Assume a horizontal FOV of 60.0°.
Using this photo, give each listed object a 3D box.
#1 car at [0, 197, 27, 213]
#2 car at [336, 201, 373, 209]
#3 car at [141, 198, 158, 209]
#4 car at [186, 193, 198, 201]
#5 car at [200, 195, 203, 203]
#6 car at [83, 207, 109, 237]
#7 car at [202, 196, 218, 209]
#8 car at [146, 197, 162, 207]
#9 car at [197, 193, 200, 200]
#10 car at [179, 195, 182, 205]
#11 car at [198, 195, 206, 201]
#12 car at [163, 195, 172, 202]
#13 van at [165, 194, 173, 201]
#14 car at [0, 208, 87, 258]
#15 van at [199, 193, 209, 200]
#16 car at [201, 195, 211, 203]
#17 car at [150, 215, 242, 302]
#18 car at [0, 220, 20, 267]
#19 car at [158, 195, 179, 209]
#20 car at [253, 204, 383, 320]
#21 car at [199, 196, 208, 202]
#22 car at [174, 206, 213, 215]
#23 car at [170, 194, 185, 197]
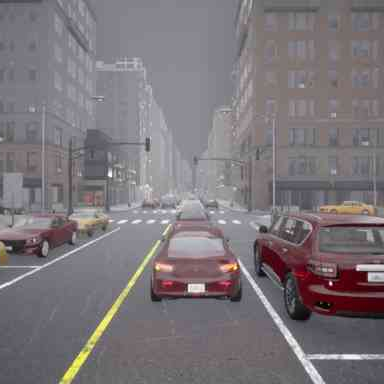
[{"bbox_3d":[-17.246,1.198,29.665,4.553,1.767,2.097,1,-1,0],"label":"car"},{"bbox_3d":[15.140,1.642,32.667,5.008,1.535,1.882,0,-1,1],"label":"car"},{"bbox_3d":[-5.828,1.555,45.490,1.887,1.381,4.507,1,0,0],"label":"car"},{"bbox_3d":[0.042,1.570,85.212,2.033,1.411,5.357,0,0,0],"label":"car"},{"bbox_3d":[2.703,1.597,56.824,1.802,1.307,4.206,1,0,0],"label":"car"},{"bbox_3d":[-5.840,1.529,18.301,1.752,1.417,4.829,1,0,0],"label":"car"},{"bbox_3d":[2.698,1.593,45.477,1.802,1.307,4.206,1,0,0],"label":"car"},{"bbox_3d":[-5.825,1.557,51.163,1.887,1.381,4.507,1,0,0],"label":"car"},{"bbox_3d":[2.711,1.335,68.171,2.192,1.841,5.009,1,0,0],"label":"car"},{"bbox_3d":[-3.063,1.578,55.072,1.994,1.385,4.181,0,0,0],"label":"car"},{"bbox_3d":[2.719,1.600,90.864,1.947,1.339,4.313,1,0,0],"label":"car"},{"bbox_3d":[-5.811,1.466,79.528,1.967,1.590,4.097,1,0,0],"label":"car"},{"bbox_3d":[-5.807,1.371,85.201,1.690,1.788,3.998,1,0,0],"label":"van"},{"bbox_3d":[-5.843,1.547,12.846,1.887,1.381,4.507,1,0,0],"label":"car"},{"bbox_3d":[2.708,1.358,62.498,1.690,1.788,3.998,1,0,0],"label":"van"},{"bbox_3d":[2.700,1.595,51.150,1.802,1.307,4.206,1,0,0],"label":"car"},{"bbox_3d":[0.090,1.528,8.166,1.812,1.442,4.674,0,0,0],"label":"car"},{"bbox_3d":[-5.846,1.527,7.051,1.752,1.417,4.829,1,0,0],"label":"car"},{"bbox_3d":[-3.074,1.516,45.108,1.837,1.490,4.892,0,0,0],"label":"car"},{"bbox_3d":[2.682,1.317,7.209,2.192,1.841,5.009,1,0,0],"label":"car"},{"bbox_3d":[2.714,1.608,79.517,1.802,1.307,4.206,1,0,0],"label":"car"},{"bbox_3d":[0.071,1.605,17.344,1.895,1.301,4.718,0,0,0],"label":"car"},{"bbox_3d":[-2.979,1.567,68.032,2.033,1.411,5.357,0,0,0],"label":"car"}]
